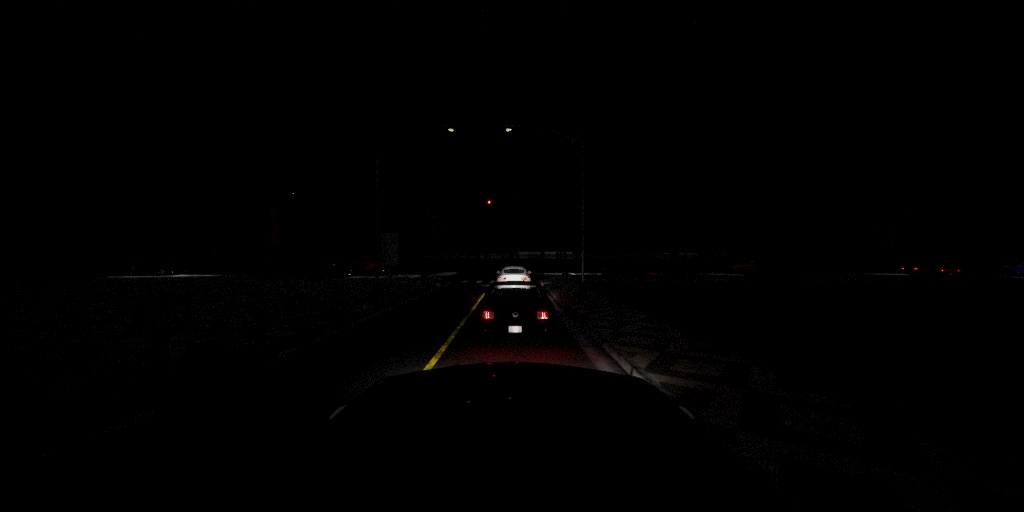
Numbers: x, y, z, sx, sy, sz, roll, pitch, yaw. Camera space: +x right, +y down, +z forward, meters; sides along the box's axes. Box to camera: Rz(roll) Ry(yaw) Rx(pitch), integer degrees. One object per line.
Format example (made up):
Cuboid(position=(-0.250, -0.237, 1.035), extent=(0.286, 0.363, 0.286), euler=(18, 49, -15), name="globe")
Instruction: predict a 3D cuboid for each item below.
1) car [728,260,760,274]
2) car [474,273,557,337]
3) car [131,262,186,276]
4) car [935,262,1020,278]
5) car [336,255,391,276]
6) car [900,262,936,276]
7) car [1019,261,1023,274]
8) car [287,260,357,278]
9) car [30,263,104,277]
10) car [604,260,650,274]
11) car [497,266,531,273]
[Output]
Cuboid(position=(26.524, 1.216, 39.453), extent=(5.008, 1.535, 1.882), euler=(-1, 0, 1), name="car")
Cuboid(position=(0.108, 1.350, 10.237), extent=(1.895, 1.301, 4.718), euler=(0, 0, 1), name="car")
Cuboid(position=(-35.807, 1.285, 36.416), extent=(4.181, 1.385, 1.994), euler=(0, 0, -1), name="car")
Cuboid(position=(42.296, 1.371, 32.672), extent=(4.718, 1.301, 1.895), euler=(0, 0, 1), name="car")
Cuboid(position=(-15.197, 0.964, 36.359), extent=(5.566, 2.045, 2.150), euler=(0, 0, 0), name="car")
Cuboid(position=(42.320, 1.302, 35.921), extent=(5.357, 1.411, 2.033), euler=(0, 0, 1), name="car")
Cuboid(position=(52.275, 1.233, 35.887), extent=(5.008, 1.535, 1.882), euler=(0, 0, 0), name="car")
Cuboid(position=(-17.674, 1.303, 33.132), extent=(5.357, 1.411, 2.033), euler=(0, 0, 0), name="car")
Cuboid(position=(-40.947, 1.330, 33.092), extent=(4.718, 1.301, 1.895), euler=(0, 0, -1), name="car")
Cuboid(position=(12.633, 1.229, 39.575), extent=(4.902, 1.511, 2.128), euler=(0, 0, 0), name="car")
Cuboid(position=(0.113, 1.273, 20.221), extent=(1.812, 1.442, 4.674), euler=(0, 0, 1), name="car")
